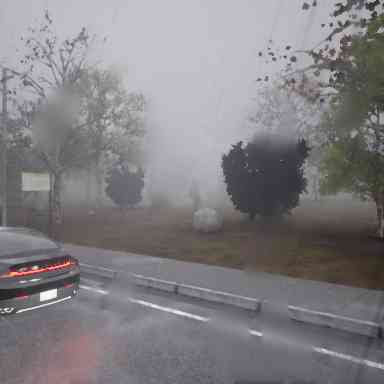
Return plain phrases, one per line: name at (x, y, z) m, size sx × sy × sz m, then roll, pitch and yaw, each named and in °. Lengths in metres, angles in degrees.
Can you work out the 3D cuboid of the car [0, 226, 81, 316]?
car at (-4.375, 1.505, 7.111) m, size 4.892 × 1.490 × 1.837 m, roll 0°, pitch 0°, yaw 37°
